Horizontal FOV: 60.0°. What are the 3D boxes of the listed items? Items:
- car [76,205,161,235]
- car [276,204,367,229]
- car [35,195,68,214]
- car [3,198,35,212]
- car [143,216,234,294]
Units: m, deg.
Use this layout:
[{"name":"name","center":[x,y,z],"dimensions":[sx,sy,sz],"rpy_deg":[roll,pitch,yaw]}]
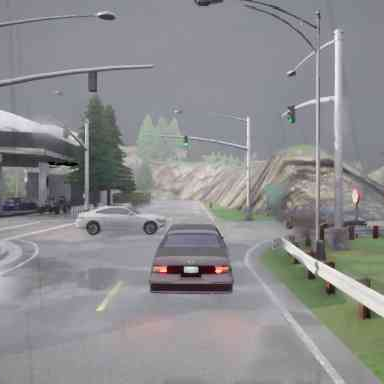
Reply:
[{"name":"car","center":[-3.644,1.415,17.416],"dimensions":[4.674,1.442,1.812],"rpy_deg":[0,0,-1]},{"name":"car","center":[6.589,1.358,17.617],"dimensions":[2.033,1.411,5.357],"rpy_deg":[0,0,-18]},{"name":"car","center":[-14.595,1.313,35.248],"dimensions":[1.905,1.878,3.866],"rpy_deg":[0,0,-1]},{"name":"car","center":[-20.310,1.480,39.515],"dimensions":[2.242,1.667,4.611],"rpy_deg":[0,0,-1]},{"name":"car","center":[0.033,1.547,8.932],"dimensions":[2.033,1.411,5.357],"rpy_deg":[0,0,1]}]
